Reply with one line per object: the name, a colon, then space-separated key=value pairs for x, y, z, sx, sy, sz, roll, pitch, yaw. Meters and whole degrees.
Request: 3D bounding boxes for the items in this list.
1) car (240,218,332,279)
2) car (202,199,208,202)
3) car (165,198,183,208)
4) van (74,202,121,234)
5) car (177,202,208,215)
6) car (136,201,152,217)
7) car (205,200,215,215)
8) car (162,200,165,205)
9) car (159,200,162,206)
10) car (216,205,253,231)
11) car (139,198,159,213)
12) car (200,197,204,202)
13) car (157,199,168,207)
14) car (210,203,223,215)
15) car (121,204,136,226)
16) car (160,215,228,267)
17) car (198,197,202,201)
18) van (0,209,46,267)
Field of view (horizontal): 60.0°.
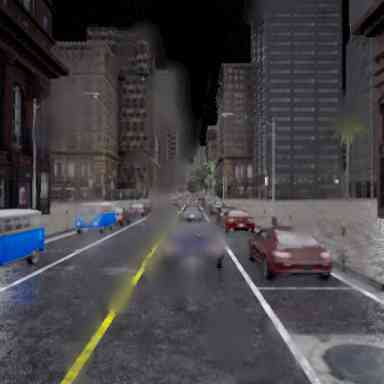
car: x=2.761 y=1.677 z=10.032 sx=1.802 sy=1.307 sz=4.206 roll=0 pitch=-1 yaw=0
car: x=2.754 y=2.023 z=47.827 sx=1.802 sy=1.307 sz=4.206 roll=0 pitch=0 yaw=0
car: x=-3.072 y=2.109 z=56.791 sx=1.895 sy=1.301 sz=4.718 roll=0 pitch=0 yaw=1
van: x=-5.766 y=1.532 z=20.167 sx=1.690 sy=1.788 sz=3.998 roll=0 pitch=-1 yaw=0
car: x=0.038 y=1.826 z=27.599 sx=1.994 sy=1.385 sz=4.181 roll=0 pitch=0 yaw=1
car: x=-5.770 y=1.922 z=36.067 sx=1.802 sy=1.307 sz=4.206 roll=0 pitch=-1 yaw=0
car: x=2.755 y=1.915 z=37.028 sx=1.947 sy=1.339 sz=4.313 roll=0 pitch=-1 yaw=0
car: x=-7.511 y=1.918 z=60.074 sx=4.403 sy=1.369 sz=2.008 roll=-1 pitch=0 yaw=-9
car: x=-5.771 y=1.871 z=46.670 sx=1.967 sy=1.590 sz=4.097 roll=0 pitch=0 yaw=0
car: x=2.759 y=1.742 z=20.830 sx=1.887 sy=1.381 sz=4.507 roll=0 pitch=-1 yaw=0
car: x=-5.771 y=1.703 z=41.370 sx=2.192 sy=1.841 sz=5.009 roll=0 pitch=-1 yaw=0
car: x=2.752 y=2.087 z=58.628 sx=1.947 sy=1.339 sz=4.313 roll=0 pitch=0 yaw=0
car: x=-5.775 y=2.150 z=65.997 sx=1.802 sy=1.307 sz=4.206 roll=0 pitch=0 yaw=0
car: x=2.757 y=1.814 z=26.229 sx=1.947 sy=1.339 sz=4.313 roll=0 pitch=-1 yaw=0
car: x=-5.767 y=1.823 z=25.465 sx=1.802 sy=1.307 sz=4.206 roll=0 pitch=-1 yaw=0
car: x=0.032 y=1.713 z=11.800 sx=1.895 sy=1.301 sz=4.718 roll=0 pitch=-1 yaw=1
car: x=2.751 y=2.134 z=65.994 sx=1.947 sy=1.339 sz=4.313 roll=0 pitch=0 yaw=0
van: x=-5.764 y=1.432 z=9.566 sx=1.690 sy=1.788 sz=3.998 roll=0 pitch=-1 yaw=0
